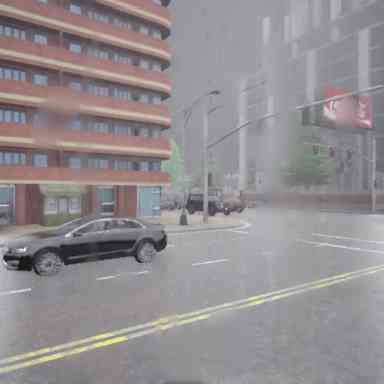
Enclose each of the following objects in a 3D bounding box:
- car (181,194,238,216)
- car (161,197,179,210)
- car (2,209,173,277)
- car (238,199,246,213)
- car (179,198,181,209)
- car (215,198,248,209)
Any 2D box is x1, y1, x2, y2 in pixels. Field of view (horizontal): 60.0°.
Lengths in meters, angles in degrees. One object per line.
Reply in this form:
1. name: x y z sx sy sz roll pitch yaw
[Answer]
1. car: 1.579 1.222 32.791 2.150 2.045 5.566 0 0 -35
2. car: -3.954 1.352 40.696 2.097 1.767 4.553 0 0 -35
3. car: -3.085 1.491 10.358 4.902 1.511 2.128 0 0 -35
4. car: 3.502 1.601 36.150 1.895 1.301 4.718 0 0 -35
5. car: -1.859 1.491 43.809 2.128 1.511 4.902 0 0 -35
6. car: 5.420 1.525 45.940 1.812 1.442 4.674 0 0 -35
